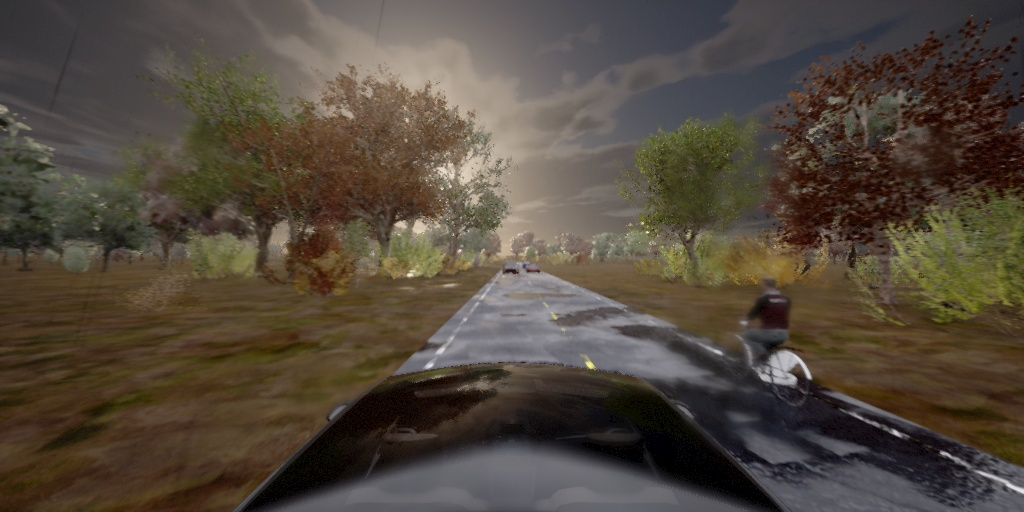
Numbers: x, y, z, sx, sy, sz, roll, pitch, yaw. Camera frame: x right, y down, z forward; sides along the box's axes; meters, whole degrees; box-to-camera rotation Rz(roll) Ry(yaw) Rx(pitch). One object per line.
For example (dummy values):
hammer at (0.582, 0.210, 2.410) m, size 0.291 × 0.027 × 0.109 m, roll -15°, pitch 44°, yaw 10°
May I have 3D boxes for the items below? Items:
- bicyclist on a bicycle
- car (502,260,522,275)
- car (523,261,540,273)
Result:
bicyclist on a bicycle at (3.807, 1.190, 5.510) m, size 0.659 × 1.776 × 1.843 m, roll 1°, pitch 0°, yaw 0°
car at (-0.107, 1.457, 44.850) m, size 2.097 × 1.767 × 4.553 m, roll 1°, pitch 0°, yaw 0°
car at (3.065, 1.768, 53.757) m, size 1.994 × 1.385 × 4.181 m, roll 1°, pitch 0°, yaw 0°
